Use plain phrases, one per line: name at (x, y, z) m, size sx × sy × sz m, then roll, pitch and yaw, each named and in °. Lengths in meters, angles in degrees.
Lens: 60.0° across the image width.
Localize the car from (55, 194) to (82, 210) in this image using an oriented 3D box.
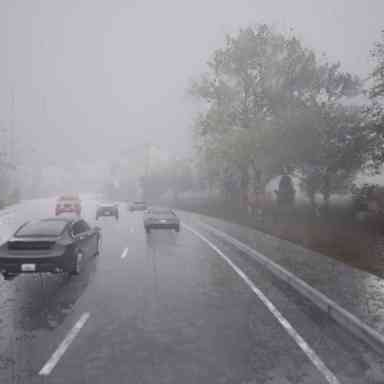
car at (-12.057, 1.243, 32.734) m, size 2.150 × 2.045 × 5.566 m, roll 0°, pitch 0°, yaw -17°

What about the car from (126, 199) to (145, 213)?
car at (-6.319, 1.511, 37.719) m, size 2.128 × 1.511 × 4.902 m, roll 0°, pitch 0°, yaw -18°

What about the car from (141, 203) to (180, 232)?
car at (-1.911, 1.571, 20.208) m, size 1.994 × 1.385 × 4.181 m, roll 0°, pitch 0°, yaw -10°

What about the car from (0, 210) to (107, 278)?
car at (-4.054, 1.517, 10.230) m, size 1.837 × 1.490 × 4.892 m, roll 0°, pitch 0°, yaw -5°

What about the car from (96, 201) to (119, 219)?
car at (-7.419, 1.544, 29.150) m, size 1.812 × 1.442 × 4.674 m, roll 0°, pitch 0°, yaw -14°
